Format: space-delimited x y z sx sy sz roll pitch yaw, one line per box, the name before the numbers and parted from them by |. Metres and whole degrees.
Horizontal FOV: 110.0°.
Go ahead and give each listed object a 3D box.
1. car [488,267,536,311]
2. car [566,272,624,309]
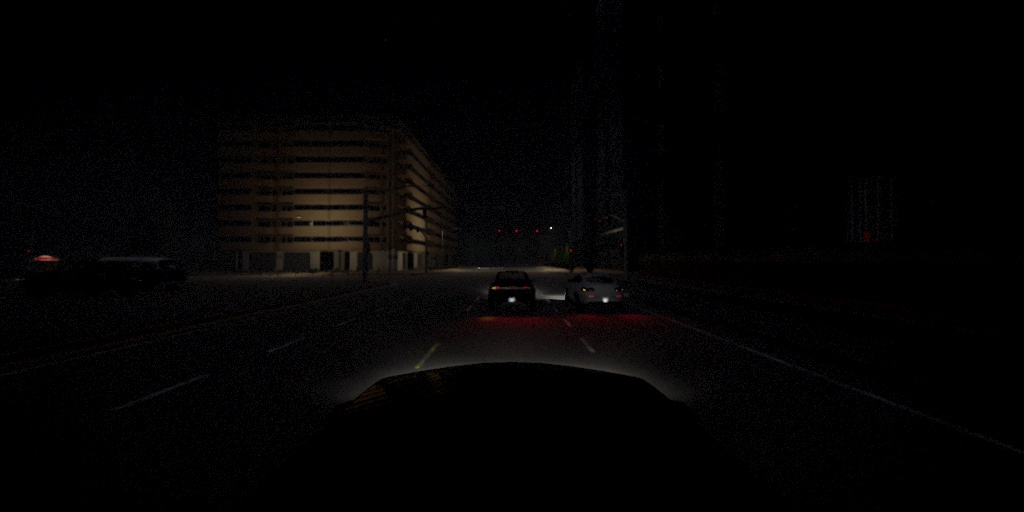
car | 0.010 1.393 15.330 2.128 1.511 4.902 0 0 0
car | 3.514 1.430 15.728 1.812 1.442 4.674 0 0 0
